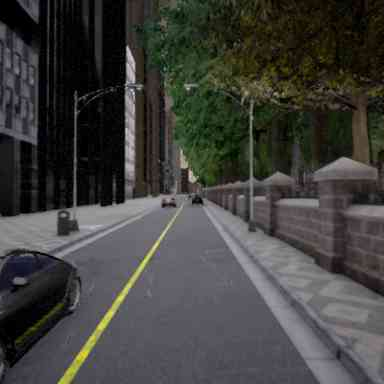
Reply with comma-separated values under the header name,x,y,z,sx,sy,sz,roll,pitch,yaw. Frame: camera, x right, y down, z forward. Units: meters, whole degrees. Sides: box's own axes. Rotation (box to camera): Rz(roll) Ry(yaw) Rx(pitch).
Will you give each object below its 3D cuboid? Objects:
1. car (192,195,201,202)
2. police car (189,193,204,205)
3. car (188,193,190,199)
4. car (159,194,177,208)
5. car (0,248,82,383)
name,x,y,z,sx,sy,sz,roll,pitch,yaw
car,0.892,1.341,70.486,1.812,1.442,4.674,0,0,0
police car,0.894,1.295,54.591,1.930,1.638,5.238,0,0,0
car,-0.010,0.993,88.501,2.097,1.767,4.553,0,0,0
car,-3.084,1.379,45.143,1.882,1.535,5.008,0,0,0
car,-3.099,1.557,4.727,1.994,1.385,4.181,0,0,0
